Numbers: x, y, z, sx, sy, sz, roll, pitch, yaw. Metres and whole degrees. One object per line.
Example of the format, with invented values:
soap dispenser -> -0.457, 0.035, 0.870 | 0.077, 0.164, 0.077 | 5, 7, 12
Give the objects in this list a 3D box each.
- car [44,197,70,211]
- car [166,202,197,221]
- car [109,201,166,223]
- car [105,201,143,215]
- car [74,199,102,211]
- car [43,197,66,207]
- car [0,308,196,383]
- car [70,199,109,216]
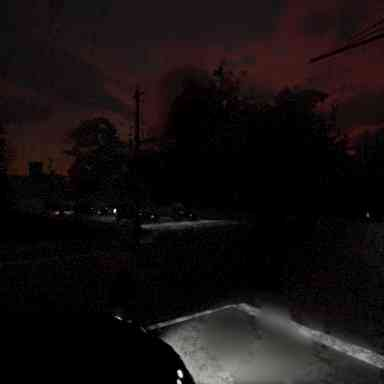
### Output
car -> -16.606, 1.575, 41.178 | 2.033, 1.411, 5.357 | 0, 0, -39
car -> -1.554, 1.566, 27.992 | 1.812, 1.442, 4.674 | 0, 0, -39
car -> -4.350, 1.535, 25.883 | 1.837, 1.490, 4.892 | 0, 0, -39
car -> -7.251, 1.639, 35.097 | 1.895, 1.301, 4.718 | 0, 0, -39
car -> -13.400, 1.601, 42.776 | 1.994, 1.385, 4.181 | 0, 0, -39
car -> -22.579, 1.582, 54.358 | 2.033, 1.411, 5.357 | 0, 0, -38
car -> -1.968, 1.562, 2.339 | 4.181, 1.385, 1.994 | 0, 0, -36
car -> -10.104, 1.630, 33.059 | 1.895, 1.301, 4.718 | 0, 0, -39
